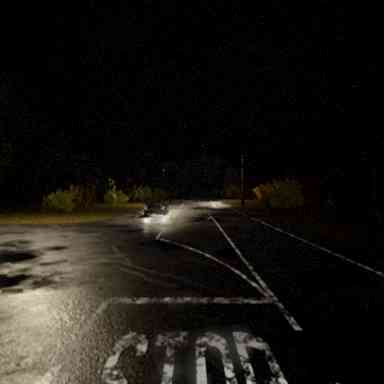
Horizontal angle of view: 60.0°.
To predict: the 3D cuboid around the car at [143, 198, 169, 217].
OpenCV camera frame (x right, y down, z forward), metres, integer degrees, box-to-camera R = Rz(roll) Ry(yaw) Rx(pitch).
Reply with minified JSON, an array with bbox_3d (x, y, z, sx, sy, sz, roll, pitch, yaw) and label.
[{"bbox_3d":[-3.434,1.433,32.443,2.097,1.767,4.553,0,0,0],"label":"car"}]
